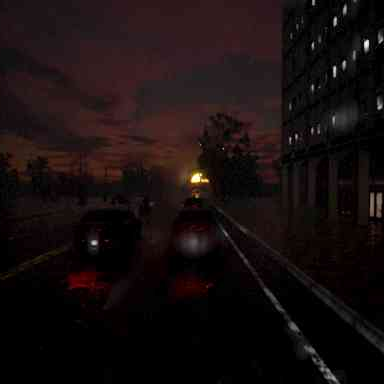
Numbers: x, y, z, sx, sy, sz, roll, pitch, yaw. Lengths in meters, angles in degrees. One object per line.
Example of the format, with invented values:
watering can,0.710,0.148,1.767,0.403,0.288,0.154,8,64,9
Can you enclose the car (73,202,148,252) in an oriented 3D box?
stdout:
car,-3.156,1.360,13.256,1.837,1.490,4.892,0,1,1

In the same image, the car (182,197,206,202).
car,0.147,1.192,28.259,1.837,1.490,4.892,0,1,1

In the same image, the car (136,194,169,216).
car,-3.105,1.038,28.134,2.097,1.767,4.553,0,1,1

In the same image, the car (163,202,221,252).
car,0.094,1.361,13.244,1.837,1.490,4.892,0,1,1

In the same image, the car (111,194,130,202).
car,-9.641,0.991,45.049,1.837,1.490,4.892,0,0,1
